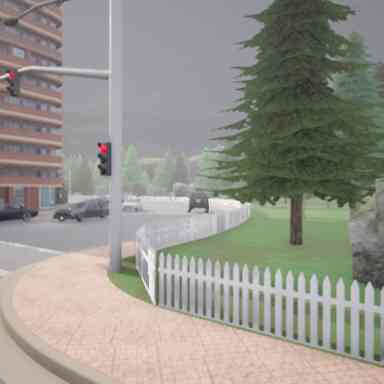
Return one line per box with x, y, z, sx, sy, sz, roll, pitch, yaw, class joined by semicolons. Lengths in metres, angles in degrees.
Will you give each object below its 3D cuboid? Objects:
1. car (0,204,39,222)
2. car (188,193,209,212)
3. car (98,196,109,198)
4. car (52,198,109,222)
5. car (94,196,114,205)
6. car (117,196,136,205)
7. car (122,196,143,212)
-13.113;1.478;22.882;1.895;1.301;4.718;0;0;23;car
0.719;1.107;37.108;2.150;2.045;5.566;0;0;1;car
-10.102;1.414;33.625;2.033;1.411;5.357;0;0;5;car
-8.231;1.431;25.567;2.033;1.411;5.357;0;0;17;car
-14.584;1.369;54.965;2.033;1.411;5.357;0;0;-29;car
-10.952;1.354;55.483;1.812;1.442;4.674;0;0;-27;car
-6.536;1.396;36.389;1.812;1.442;4.674;0;0;1;car
